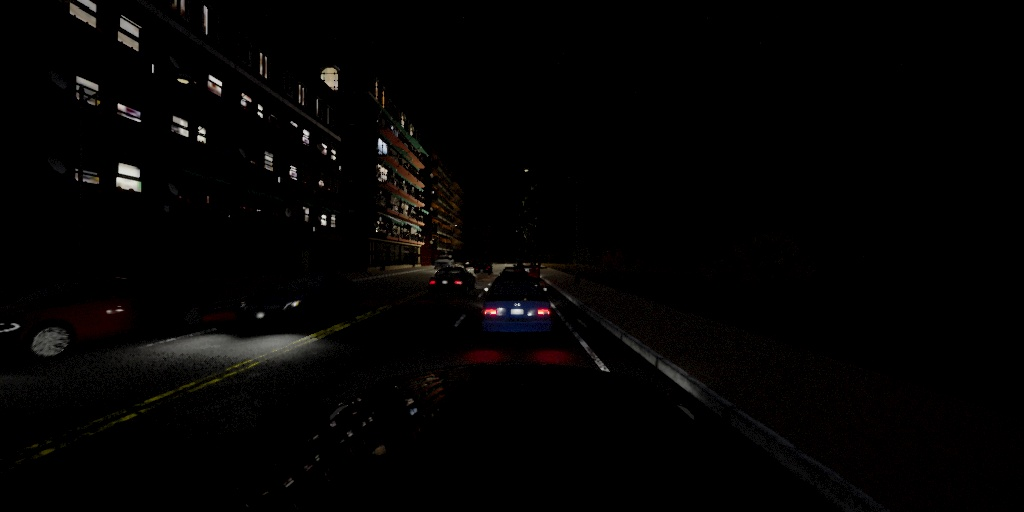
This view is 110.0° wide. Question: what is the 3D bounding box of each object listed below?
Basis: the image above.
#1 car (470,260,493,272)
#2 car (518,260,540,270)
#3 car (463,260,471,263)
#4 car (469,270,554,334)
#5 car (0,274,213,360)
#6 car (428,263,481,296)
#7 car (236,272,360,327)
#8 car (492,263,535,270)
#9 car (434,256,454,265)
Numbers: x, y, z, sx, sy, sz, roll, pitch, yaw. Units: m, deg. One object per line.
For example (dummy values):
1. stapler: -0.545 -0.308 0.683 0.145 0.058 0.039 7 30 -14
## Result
1. car: -3.104 1.279 39.079 1.812 1.442 4.674 0 0 0
2. car: 1.173 1.104 29.833 2.097 1.767 4.553 0 0 0
3. car: -6.522 1.316 54.931 1.994 1.385 4.181 0 0 0
4. car: 0.112 1.299 10.565 2.033 1.411 5.357 0 0 0
5. car: -9.841 1.229 8.550 1.882 1.535 5.008 0 0 0
6. car: -3.132 1.300 19.454 2.033 1.411 5.357 0 0 1
7. car: -6.589 1.277 11.714 1.812 1.442 4.674 0 0 0
8. car: 0.118 1.317 20.898 1.994 1.385 4.181 0 0 1
9. car: -9.779 0.974 51.969 2.150 2.045 5.566 0 0 0
